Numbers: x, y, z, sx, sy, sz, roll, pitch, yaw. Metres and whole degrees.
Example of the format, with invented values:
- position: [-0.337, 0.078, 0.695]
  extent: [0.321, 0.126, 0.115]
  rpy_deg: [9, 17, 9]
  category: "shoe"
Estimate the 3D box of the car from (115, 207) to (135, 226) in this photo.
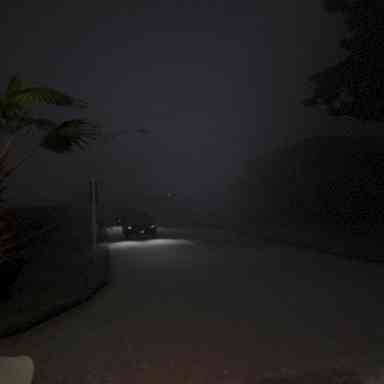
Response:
- position: [-6.280, 2.229, 32.133]
  extent: [2.097, 1.767, 4.553]
  rpy_deg: [-1, -1, -15]
  category: "car"

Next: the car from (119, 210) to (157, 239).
- position: [-3.491, 2.096, 21.529]
  extent: [1.812, 1.442, 4.674]
  rpy_deg: [-1, -1, -15]
  category: "car"

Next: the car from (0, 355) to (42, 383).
- position: [-3.224, 1.671, 1.685]
  extent: [4.674, 1.442, 1.812]
  rpy_deg: [-1, -1, -15]
  category: "car"
